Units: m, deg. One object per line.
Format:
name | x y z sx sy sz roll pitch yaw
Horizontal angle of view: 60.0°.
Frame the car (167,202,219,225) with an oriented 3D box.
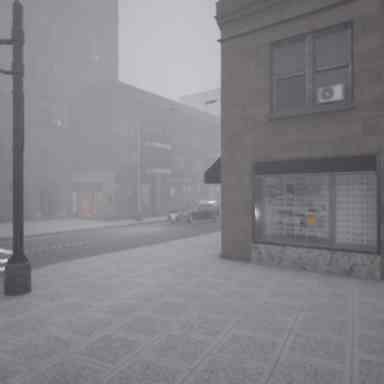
car | 0.162 1.478 24.347 2.128 1.511 4.902 0 0 36
